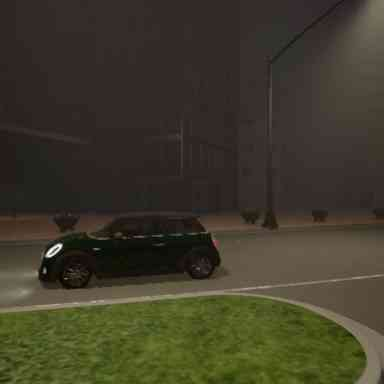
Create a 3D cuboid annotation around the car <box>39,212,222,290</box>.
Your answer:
[{"bbox_3d":[-1.591,1.352,8.943,4.553,1.767,2.097,0,0,-16],"label":"car"}]
